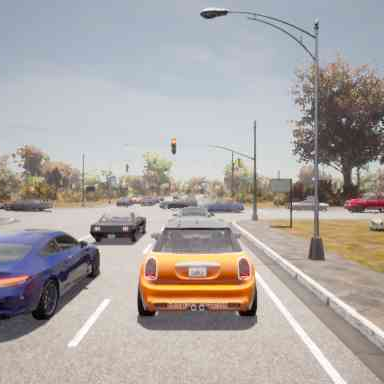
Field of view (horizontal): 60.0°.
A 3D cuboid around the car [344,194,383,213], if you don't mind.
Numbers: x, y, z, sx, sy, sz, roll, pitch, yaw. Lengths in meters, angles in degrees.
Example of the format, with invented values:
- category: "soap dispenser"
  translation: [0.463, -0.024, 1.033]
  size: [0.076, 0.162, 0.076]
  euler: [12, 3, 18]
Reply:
- category: "car"
  translation: [19.466, 1.213, 35.859]
  size: [5.566, 2.045, 2.150]
  euler: [0, 0, 3]

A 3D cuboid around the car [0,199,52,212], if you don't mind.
- category: "car"
  translation: [-18.925, 1.542, 37.984]
  size: [5.357, 1.411, 2.033]
  euler: [0, 0, 3]

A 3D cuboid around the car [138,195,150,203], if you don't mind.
- category: "car"
  translation: [-10.561, 1.468, 72.863]
  size: [1.882, 1.535, 5.008]
  euler: [0, 0, 0]

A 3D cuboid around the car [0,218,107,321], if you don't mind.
- category: "car"
  translation: [-3.406, 1.525, 7.191]
  size: [1.812, 1.442, 4.674]
  euler: [0, 0, 0]

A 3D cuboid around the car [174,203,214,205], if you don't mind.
- category: "car"
  translation: [0.086, 1.502, 16.616]
  size: [1.837, 1.490, 4.892]
  euler: [0, 0, 0]

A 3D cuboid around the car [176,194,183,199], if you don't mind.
- category: "car"
  translation: [-3.535, 1.361, 95.036]
  size: [1.812, 1.442, 4.674]
  euler: [0, 0, 1]

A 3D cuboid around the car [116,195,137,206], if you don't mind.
- category: "car"
  translation: [-10.643, 1.540, 53.164]
  size: [2.033, 1.411, 5.357]
  euler: [0, 0, 1]

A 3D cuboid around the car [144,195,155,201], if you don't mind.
- category: "car"
  translation: [-10.568, 1.514, 83.199]
  size: [2.128, 1.511, 4.902]
  euler: [0, 0, 0]

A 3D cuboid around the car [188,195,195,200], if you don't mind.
- category: "car"
  translation: [-0.034, 1.487, 95.046]
  size: [1.837, 1.490, 4.892]
  euler: [0, 0, 1]

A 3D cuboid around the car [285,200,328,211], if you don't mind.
- category: "car"
  translation: [13.562, 1.596, 39.680]
  size: [4.718, 1.301, 1.895]
  euler: [0, 0, 3]

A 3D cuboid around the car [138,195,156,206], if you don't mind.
- category: "car"
  translation: [-7.125, 1.497, 54.360]
  size: [1.837, 1.490, 4.892]
  euler: [0, 0, 1]

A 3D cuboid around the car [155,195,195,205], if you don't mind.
- category: "car"
  translation: [-1.572, 1.485, 40.520]
  size: [4.902, 1.511, 2.128]
  euler: [0, 0, 3]

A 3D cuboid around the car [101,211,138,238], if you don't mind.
- category: "car"
  translation: [-3.414, 1.599, 16.349]
  size: [1.895, 1.301, 4.718]
  euler: [0, 0, 0]

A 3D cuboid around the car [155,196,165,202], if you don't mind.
- category: "car"
  translation: [-7.062, 1.585, 73.954]
  size: [1.895, 1.301, 4.718]
  euler: [0, 0, 0]

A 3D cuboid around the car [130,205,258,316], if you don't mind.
- category: "car"
  translation: [0.094, 1.351, 7.658]
  size: [2.097, 1.767, 4.553]
  euler: [0, 0, 0]

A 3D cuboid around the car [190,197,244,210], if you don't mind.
- category: "car"
  translation: [2.862, 1.543, 35.649]
  size: [5.357, 1.411, 2.033]
  euler: [0, 0, -12]

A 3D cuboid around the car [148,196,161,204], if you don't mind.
- category: "car"
  translation: [-7.103, 1.469, 63.838]
  size: [1.882, 1.535, 5.008]
  euler: [0, 0, 0]
